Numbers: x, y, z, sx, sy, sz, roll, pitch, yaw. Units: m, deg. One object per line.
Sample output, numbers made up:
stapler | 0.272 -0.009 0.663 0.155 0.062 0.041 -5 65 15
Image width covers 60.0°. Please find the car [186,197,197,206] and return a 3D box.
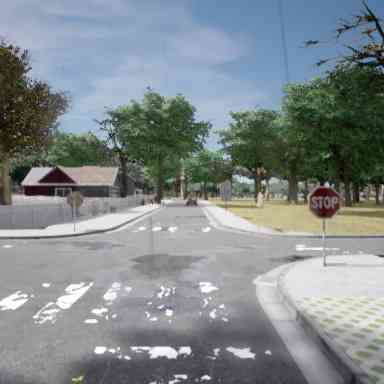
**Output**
car | -0.031 1.678 58.295 1.812 1.442 4.674 0 0 0

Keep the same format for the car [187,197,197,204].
car | -0.033 1.802 68.330 1.895 1.301 4.718 0 0 0
